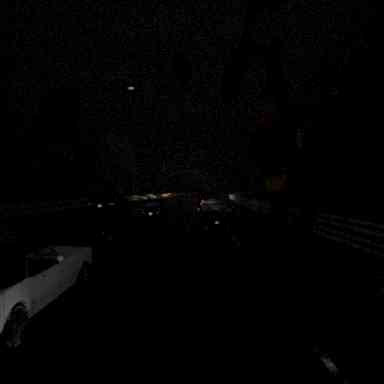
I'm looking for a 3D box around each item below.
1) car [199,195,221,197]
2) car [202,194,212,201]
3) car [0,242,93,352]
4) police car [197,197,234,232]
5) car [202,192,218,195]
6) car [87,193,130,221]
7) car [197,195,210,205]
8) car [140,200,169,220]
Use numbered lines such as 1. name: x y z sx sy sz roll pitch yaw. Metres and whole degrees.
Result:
1. car: 1.662 1.292 29.326 1.801 1.575 5.366 0 0 2
2. car: 3.182 1.071 69.118 1.994 1.385 4.181 0 0 5
3. car: -3.351 1.563 6.044 1.895 1.301 4.718 0 0 1
4. police car: 1.330 1.314 19.377 1.930 1.638 5.238 0 0 2
5. car: 1.912 1.033 35.084 2.150 2.045 5.566 0 0 3
6. car: -6.400 1.071 26.064 2.150 2.045 5.566 0 0 2
7. car: 1.894 1.246 53.332 1.812 1.442 4.674 0 0 4
8. car: -2.890 1.376 26.159 1.812 1.442 4.674 0 0 2
